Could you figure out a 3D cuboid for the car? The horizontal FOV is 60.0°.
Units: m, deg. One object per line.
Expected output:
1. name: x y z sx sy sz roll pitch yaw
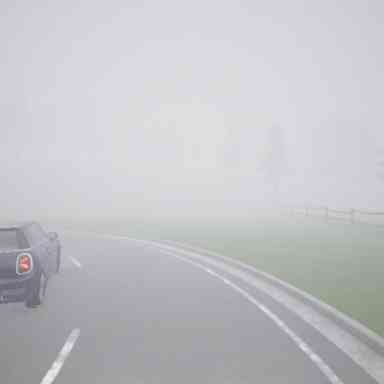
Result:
1. car: -4.480 1.445 8.047 2.097 1.767 4.553 0 -1 -16
